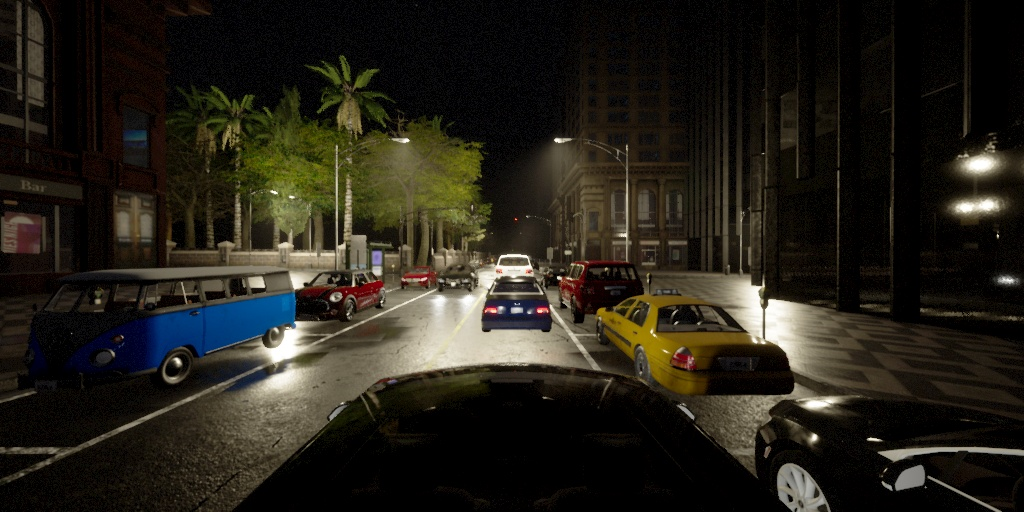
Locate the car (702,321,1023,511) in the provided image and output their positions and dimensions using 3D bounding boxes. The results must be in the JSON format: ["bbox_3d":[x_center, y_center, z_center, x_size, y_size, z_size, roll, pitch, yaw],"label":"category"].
[{"bbox_3d":[2.762,1.301,1.082,2.007,1.370,4.403,0,0,0],"label":"car"}]

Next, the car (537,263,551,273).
[{"bbox_3d":[2.773,1.305,22.783,1.948,1.339,4.313,0,0,0],"label":"car"}]

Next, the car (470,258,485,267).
[{"bbox_3d":[-5.736,1.262,54.664,2.007,1.370,4.403,0,0,0],"label":"car"}]

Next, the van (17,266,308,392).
[{"bbox_3d":[-5.760,1.089,6.526,1.690,1.789,3.998,0,0,0],"label":"van"}]

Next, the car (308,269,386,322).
[{"bbox_3d":[-5.758,1.186,11.952,1.967,1.591,4.097,0,0,0],"label":"car"}]

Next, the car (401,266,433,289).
[{"bbox_3d":[-5.752,1.322,22.805,1.802,1.307,4.207,0,0,0],"label":"car"}]

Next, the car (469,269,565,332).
[{"bbox_3d":[0.107,1.294,10.753,2.033,1.411,5.357,0,0,0],"label":"car"}]

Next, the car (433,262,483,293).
[{"bbox_3d":[-3.018,1.248,20.888,1.837,1.490,4.892,0,-1,0],"label":"car"}]

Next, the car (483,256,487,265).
[{"bbox_3d":[-5.733,1.145,60.085,1.967,1.591,4.097,0,0,0],"label":"car"}]

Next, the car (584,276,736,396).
[{"bbox_3d":[2.765,1.274,6.677,1.751,1.417,4.829,0,0,0],"label":"car"}]

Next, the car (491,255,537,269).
[{"bbox_3d":[0.111,0.963,21.324,2.150,2.045,5.566,0,0,0],"label":"car"}]

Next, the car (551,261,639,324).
[{"bbox_3d":[2.767,1.061,11.932,2.192,1.841,5.009,0,0,0],"label":"car"}]
